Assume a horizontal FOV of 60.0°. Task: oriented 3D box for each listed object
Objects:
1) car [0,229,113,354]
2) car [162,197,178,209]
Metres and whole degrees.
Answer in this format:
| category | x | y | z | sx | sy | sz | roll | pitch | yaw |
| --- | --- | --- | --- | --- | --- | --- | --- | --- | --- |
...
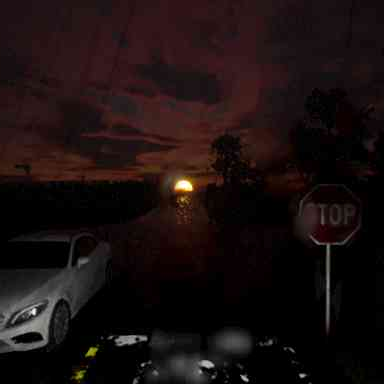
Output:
| category | x | y | z | sx | sy | sz | roll | pitch | yaw |
| --- | --- | --- | --- | --- | --- | --- | --- | --- | --- |
| car | -2.764 | 1.501 | 6.295 | 1.812 | 1.442 | 4.674 | 0 | 0 | 0 |
| car | -2.840 | 1.379 | 43.255 | 1.812 | 1.442 | 4.674 | 0 | 0 | 0 |
